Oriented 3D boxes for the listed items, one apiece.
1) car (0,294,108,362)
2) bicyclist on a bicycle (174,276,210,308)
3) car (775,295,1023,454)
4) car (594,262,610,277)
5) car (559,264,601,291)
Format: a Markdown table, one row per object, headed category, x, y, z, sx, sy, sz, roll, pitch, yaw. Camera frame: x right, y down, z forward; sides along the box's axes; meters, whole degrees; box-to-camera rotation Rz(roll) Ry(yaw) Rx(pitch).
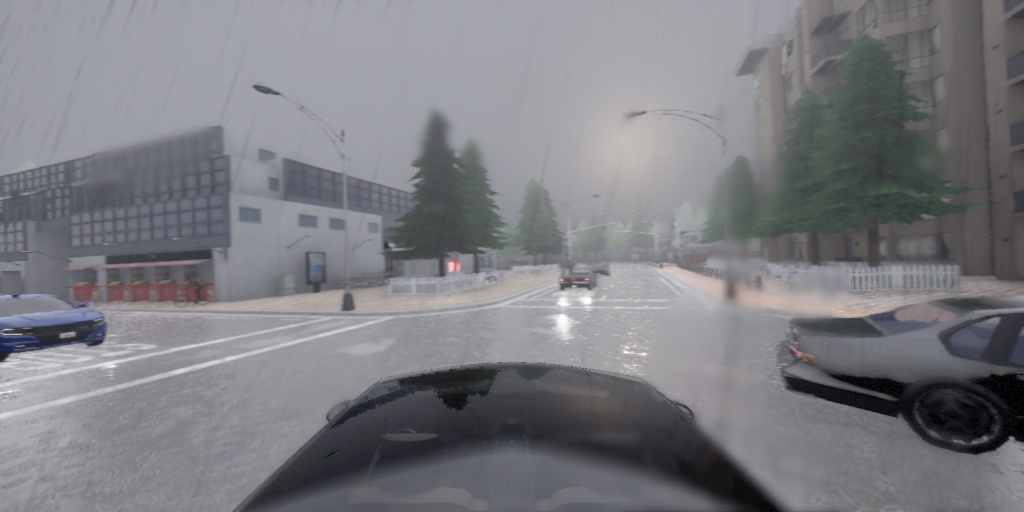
| category | x | y | z | sx | sy | sz | roll | pitch | yaw |
| --- | --- | --- | --- | --- | --- | --- | --- | --- | --- |
| car | -13.470 | 1.799 | 9.791 | 5.008 | 1.535 | 1.882 | -2 | -1 | 19 |
| bicyclist on a bicycle | -16.824 | 1.845 | 18.882 | 0.582 | 1.620 | 1.656 | -2 | 0 | 19 |
| car | 5.754 | 1.097 | 3.325 | 5.357 | 1.411 | 2.033 | -3 | -1 | 36 |
| car | 9.179 | 1.350 | 37.199 | 2.033 | 1.411 | 5.357 | -2 | -1 | 18 |
| car | 4.240 | 1.425 | 22.623 | 1.895 | 1.301 | 4.718 | -2 | -1 | 19 |
